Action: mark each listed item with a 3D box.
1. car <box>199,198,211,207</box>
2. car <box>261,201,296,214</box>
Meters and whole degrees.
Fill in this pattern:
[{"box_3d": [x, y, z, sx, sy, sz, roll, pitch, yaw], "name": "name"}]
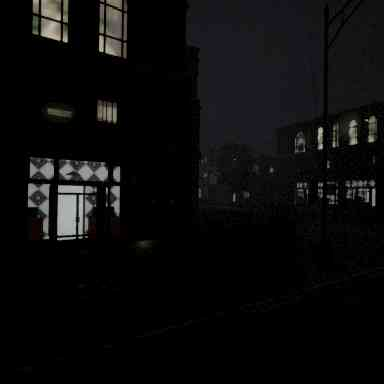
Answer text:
[{"box_3d": [1.375, 1.618, 52.117, 1.887, 1.381, 4.507, 1, -1, -27], "name": "car"}, {"box_3d": [9.442, 1.622, 36.635, 2.008, 1.369, 4.403, 1, -1, -27], "name": "car"}]
